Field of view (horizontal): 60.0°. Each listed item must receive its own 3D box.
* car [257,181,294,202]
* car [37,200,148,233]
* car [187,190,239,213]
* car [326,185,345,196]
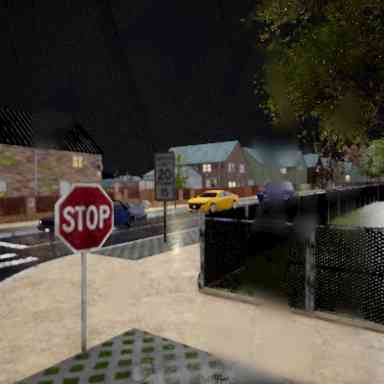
[{"bbox_3d":[8.702,-0.039,34.222,2.150,2.045,5.566,0,2,36],"label":"car"},{"bbox_3d":[-4.480,1.092,15.916,2.033,1.411,5.357,0,2,35],"label":"car"},{"bbox_3d":[1.616,0.646,24.407,1.882,1.535,5.008,0,2,36],"label":"car"},{"bbox_3d":[18.850,-0.174,43.270,1.994,1.385,4.181,0,2,36],"label":"car"}]
